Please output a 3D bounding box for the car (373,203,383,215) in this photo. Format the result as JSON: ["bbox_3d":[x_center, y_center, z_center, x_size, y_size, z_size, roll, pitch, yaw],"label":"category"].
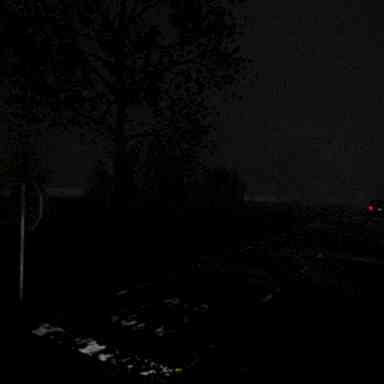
[{"bbox_3d":[25.066,2.259,43.689,1.994,1.385,4.181,2,0,31],"label":"car"}]

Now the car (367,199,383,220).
[{"bbox_3d":[18.670,1.736,32.903,2.150,2.045,5.566,2,0,31],"label":"car"}]
